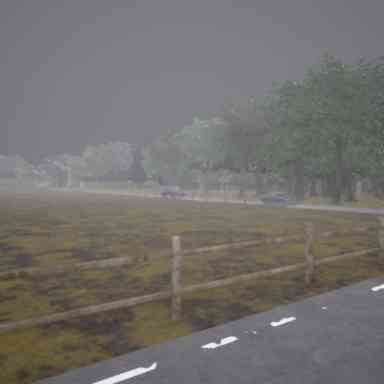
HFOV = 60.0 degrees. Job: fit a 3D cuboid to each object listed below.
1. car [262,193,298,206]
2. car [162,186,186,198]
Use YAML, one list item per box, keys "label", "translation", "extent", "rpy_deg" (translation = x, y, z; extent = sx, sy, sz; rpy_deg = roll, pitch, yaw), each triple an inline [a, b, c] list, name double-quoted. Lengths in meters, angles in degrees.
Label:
- label: "car"
  translation: [10.523, 0.866, 40.097]
  extent: [1.812, 1.442, 4.674]
  rpy_deg: [0, 1, -35]
- label: "car"
  translation: [-3.289, -0.004, 59.709]
  extent: [2.150, 2.045, 5.566]
  rpy_deg: [0, 1, -35]
